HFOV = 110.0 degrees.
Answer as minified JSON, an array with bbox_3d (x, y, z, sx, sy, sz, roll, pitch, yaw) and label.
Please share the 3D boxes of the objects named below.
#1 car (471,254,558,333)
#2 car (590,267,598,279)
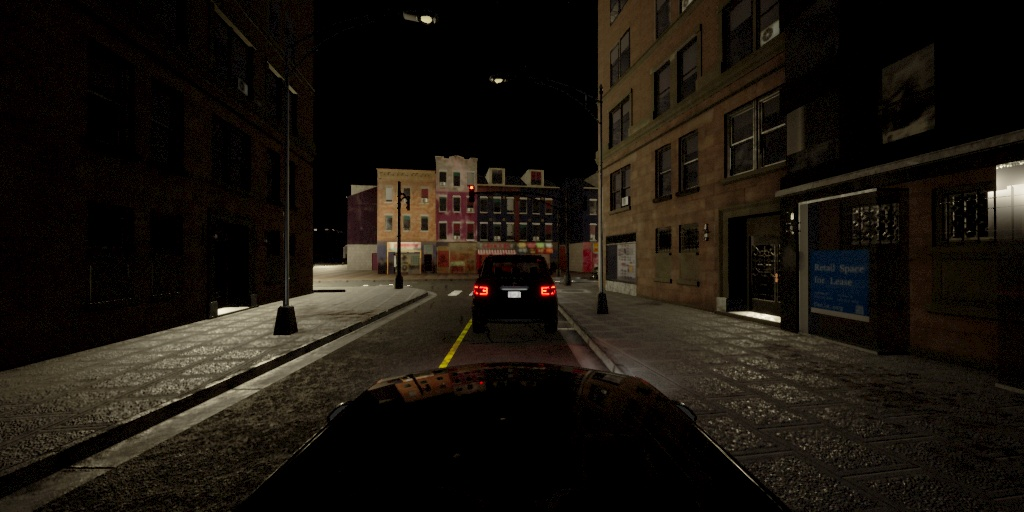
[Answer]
[{"bbox_3d":[0.097,0.972,10.864,2.150,2.045,5.566,0,0,1],"label":"car"},{"bbox_3d":[8.889,1.089,29.869,4.553,1.767,2.097,0,0,-10],"label":"car"}]
